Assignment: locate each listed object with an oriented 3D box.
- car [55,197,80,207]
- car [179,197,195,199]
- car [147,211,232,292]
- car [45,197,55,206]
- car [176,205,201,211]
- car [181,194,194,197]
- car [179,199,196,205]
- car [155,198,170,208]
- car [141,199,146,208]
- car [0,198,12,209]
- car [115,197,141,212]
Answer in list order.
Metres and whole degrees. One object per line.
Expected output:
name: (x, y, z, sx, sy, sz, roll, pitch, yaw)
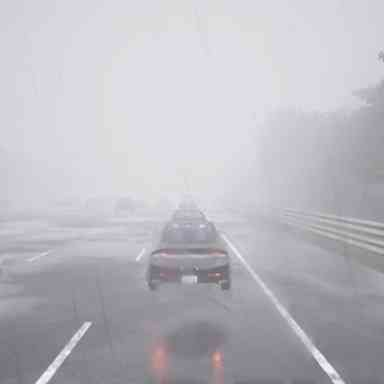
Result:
car: (-18.462, 1.501, 50.367, 1.882, 1.535, 5.008, 0, 0, -1)
car: (-0.472, 1.591, 37.537, 1.994, 1.385, 4.181, 0, 0, -1)
car: (-0.067, 1.493, 8.934, 2.128, 1.511, 4.902, 0, 0, -1)
car: (-22.031, 1.531, 53.772, 1.837, 1.490, 4.892, 0, -1, -1)
car: (-0.173, 1.608, 17.939, 1.895, 1.301, 4.718, 0, 0, -1)
car: (-0.699, 1.258, 47.222, 2.150, 2.045, 5.566, 0, 0, -1)
car: (-0.339, 1.564, 27.617, 2.033, 1.411, 5.357, 0, 0, -1)
car: (-4.207, 1.582, 47.606, 2.033, 1.411, 5.357, 0, 0, -1)
car: (-7.702, 1.632, 47.469, 1.895, 1.301, 4.718, 0, 0, -1)
car: (-25.311, 1.528, 43.232, 1.994, 1.385, 4.181, 1, 2, -1)
car: (-7.486, 1.374, 38.394, 2.097, 1.767, 4.553, 0, 0, -1)
